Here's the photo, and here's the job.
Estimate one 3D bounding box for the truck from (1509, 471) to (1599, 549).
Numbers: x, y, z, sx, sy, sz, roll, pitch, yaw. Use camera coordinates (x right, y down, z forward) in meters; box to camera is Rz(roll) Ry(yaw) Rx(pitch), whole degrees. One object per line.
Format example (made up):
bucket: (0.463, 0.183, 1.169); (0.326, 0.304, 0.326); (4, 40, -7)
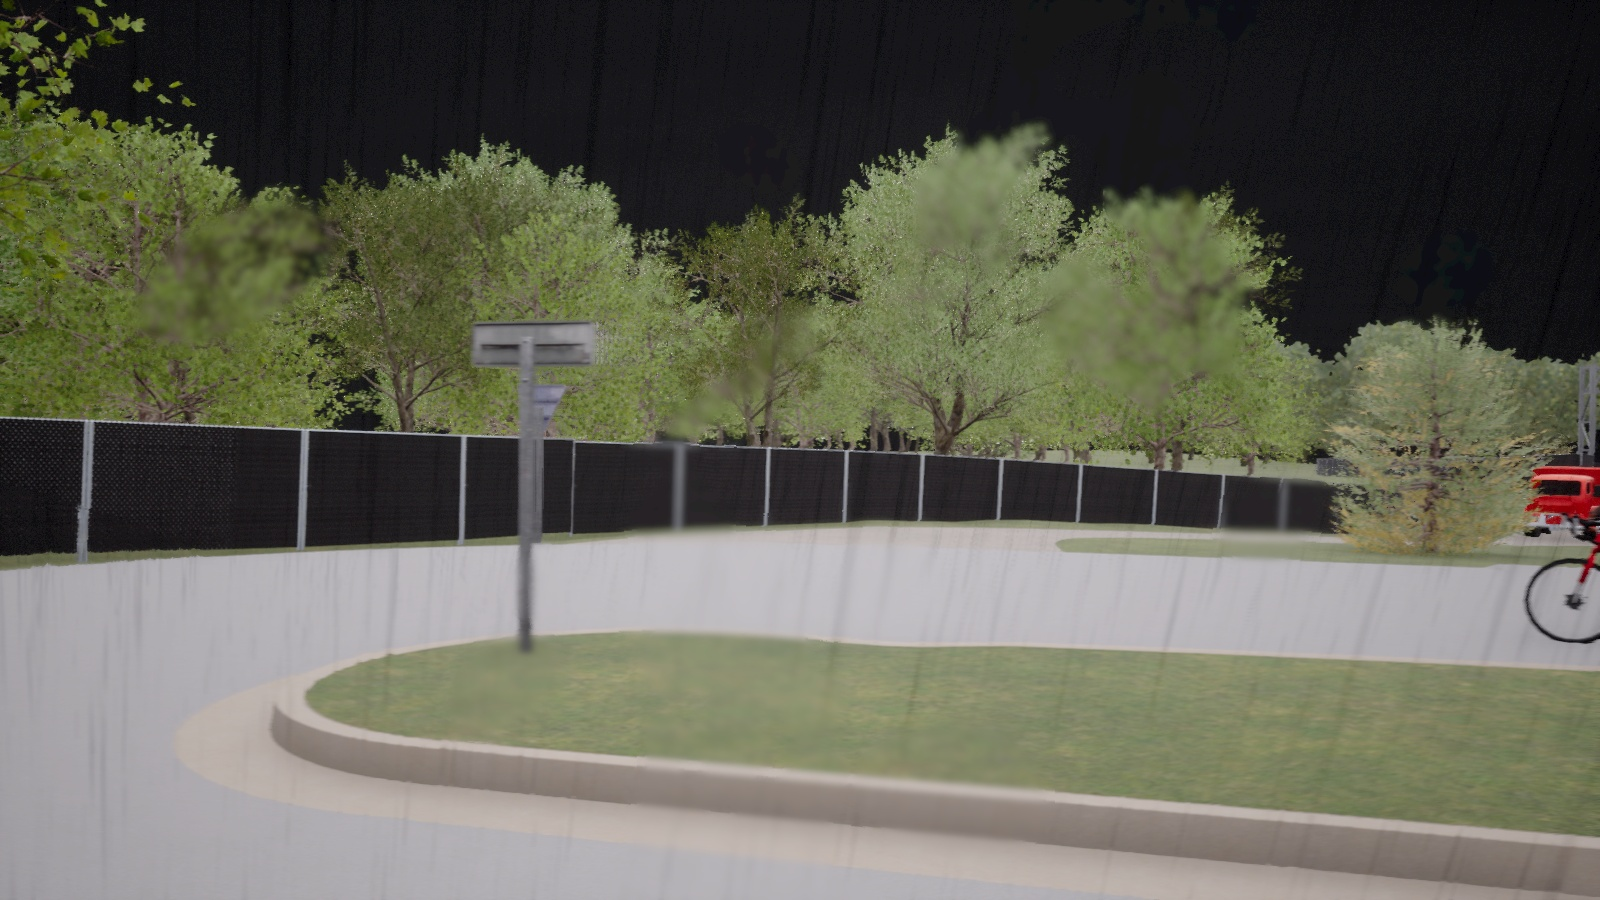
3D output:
truck: (26.917, 2.019, 43.801); (2.627, 2.467, 5.204); (2, 0, 43)

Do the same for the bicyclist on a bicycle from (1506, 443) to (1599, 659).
bicyclist on a bicycle: (6.434, 0.759, 9.655); (1.656, 1.620, 0.582); (-1, 1, 18)
